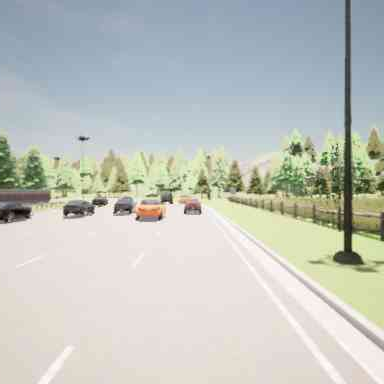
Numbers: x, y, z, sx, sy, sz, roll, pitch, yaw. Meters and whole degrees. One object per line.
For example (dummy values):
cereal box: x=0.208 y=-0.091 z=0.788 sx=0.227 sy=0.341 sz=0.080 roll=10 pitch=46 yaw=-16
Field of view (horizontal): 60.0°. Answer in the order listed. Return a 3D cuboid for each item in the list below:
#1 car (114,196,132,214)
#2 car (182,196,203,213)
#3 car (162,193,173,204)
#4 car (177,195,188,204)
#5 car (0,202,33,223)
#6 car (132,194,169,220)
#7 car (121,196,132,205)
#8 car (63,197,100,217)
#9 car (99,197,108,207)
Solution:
car: x=-6.912 y=1.497 z=34.940 sx=1.837 sy=1.490 sz=4.892 roll=0 pitch=-1 yaw=0
car: x=0.089 y=1.521 z=36.350 sx=1.812 sy=1.442 sz=4.674 roll=0 pitch=0 yaw=0
car: x=-4.969 y=1.211 z=62.763 sx=2.150 sy=2.045 sz=5.566 roll=1 pitch=0 yaw=-12
car: x=-1.583 y=1.345 z=62.913 sx=2.097 sy=1.767 sz=4.553 roll=0 pitch=0 yaw=-11
car: x=-13.908 y=1.473 z=25.182 sx=1.882 sy=1.535 sz=5.008 roll=0 pitch=0 yaw=0
car: x=-3.408 y=1.349 z=28.227 sx=2.097 sy=1.767 sz=4.553 roll=0 pitch=0 yaw=0
car: x=-11.837 y=1.495 z=60.158 sx=1.837 sy=1.490 sz=4.892 roll=1 pitch=0 yaw=-10
car: x=-10.410 y=1.499 z=30.999 sx=1.837 sy=1.490 sz=4.892 roll=0 pitch=0 yaw=0
car: x=-14.367 y=1.469 z=52.220 sx=1.882 sy=1.535 sz=5.008 roll=0 pitch=0 yaw=-5
